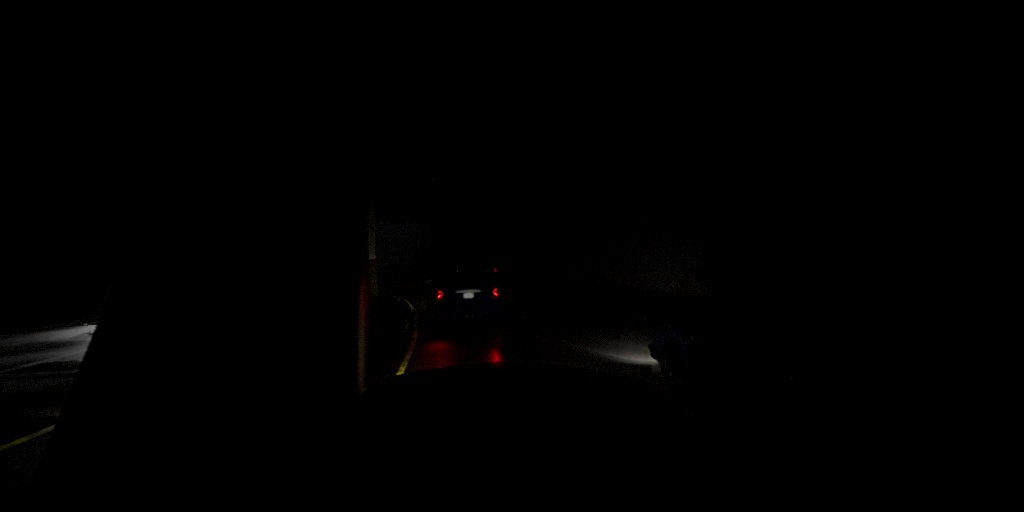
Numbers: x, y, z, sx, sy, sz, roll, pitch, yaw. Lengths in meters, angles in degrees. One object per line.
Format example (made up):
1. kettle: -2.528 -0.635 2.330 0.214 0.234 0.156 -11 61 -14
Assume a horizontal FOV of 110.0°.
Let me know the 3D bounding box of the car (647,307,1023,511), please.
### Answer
1. car: 3.397 1.264 3.732 2.033 1.411 5.357 -1 0 -4

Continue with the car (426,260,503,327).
1. car: -1.760 1.131 12.046 2.097 1.767 4.553 -1 0 -15

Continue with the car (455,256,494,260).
1. car: -2.808 1.024 23.605 2.150 2.045 5.566 0 0 -27

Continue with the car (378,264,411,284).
1. car: -9.422 1.355 28.495 1.882 1.535 5.008 -1 0 -29
